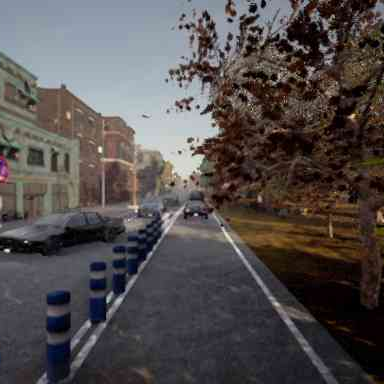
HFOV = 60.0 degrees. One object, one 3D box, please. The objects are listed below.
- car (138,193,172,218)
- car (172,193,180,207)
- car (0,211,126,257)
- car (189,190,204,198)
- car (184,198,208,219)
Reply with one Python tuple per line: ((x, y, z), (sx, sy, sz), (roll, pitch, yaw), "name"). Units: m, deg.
((-3.095, 1.128, 27.290), (2.097, 1.767, 4.553), (0, 0, 1), "car")
((-2.759, 0.952, 43.746), (2.097, 1.767, 4.553), (0, 1, 1), "car")
((-4.779, 1.459, 13.040), (2.033, 1.411, 5.357), (0, 1, 25), "car")
((0.761, 0.729, 52.825), (2.150, 2.045, 5.566), (0, 1, 1), "car")
((0.343, 1.378, 26.809), (1.895, 1.301, 4.718), (0, 1, 1), "car")
